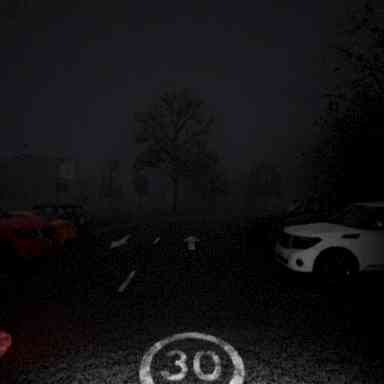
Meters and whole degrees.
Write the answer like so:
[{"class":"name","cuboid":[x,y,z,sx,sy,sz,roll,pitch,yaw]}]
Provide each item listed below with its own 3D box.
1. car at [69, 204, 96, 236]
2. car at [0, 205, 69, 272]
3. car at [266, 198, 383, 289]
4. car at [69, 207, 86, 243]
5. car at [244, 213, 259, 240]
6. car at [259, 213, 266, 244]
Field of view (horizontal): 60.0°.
[{"class":"car","cuboid":[-7.175,1.402,16.303,4.553,1.767,2.185,0,0,0]},{"class":"car","cuboid":[-7.152,1.231,10.350,5.566,2.045,2.435,0,0,0]},{"class":"car","cuboid":[5.066,1.223,8.726,5.566,2.045,2.435,0,0,0]},{"class":"car","cuboid":[-7.188,1.504,13.266,5.008,1.535,2.097,0,0,0]},{"class":"car","cuboid":[5.043,1.261,14.188,5.566,2.045,2.435,0,0,0]},{"class":"car","cuboid":[5.077,1.493,11.517,4.892,1.521,2.231,0,0,0]}]
